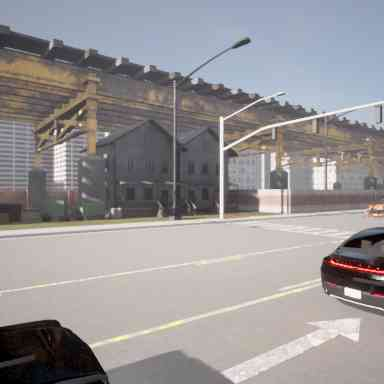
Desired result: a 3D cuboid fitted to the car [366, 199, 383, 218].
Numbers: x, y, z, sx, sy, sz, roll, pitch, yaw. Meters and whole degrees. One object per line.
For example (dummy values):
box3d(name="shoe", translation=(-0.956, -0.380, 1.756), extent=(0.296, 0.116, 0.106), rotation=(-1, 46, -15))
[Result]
box3d(name="car", translation=(17.202, 1.352, 29.088), extent=(4.553, 1.767, 2.097), rotation=(0, 0, -35))

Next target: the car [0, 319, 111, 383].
box3d(name="car", translation=(-2.769, 1.601, 1.774), extent=(4.718, 1.301, 1.895), rotation=(0, 0, -35))

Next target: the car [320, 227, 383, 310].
box3d(name="car", translation=(4.764, 1.505, 7.162), extent=(4.892, 1.490, 1.837), rotation=(0, 0, -35))
